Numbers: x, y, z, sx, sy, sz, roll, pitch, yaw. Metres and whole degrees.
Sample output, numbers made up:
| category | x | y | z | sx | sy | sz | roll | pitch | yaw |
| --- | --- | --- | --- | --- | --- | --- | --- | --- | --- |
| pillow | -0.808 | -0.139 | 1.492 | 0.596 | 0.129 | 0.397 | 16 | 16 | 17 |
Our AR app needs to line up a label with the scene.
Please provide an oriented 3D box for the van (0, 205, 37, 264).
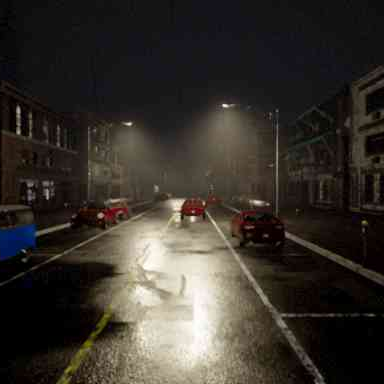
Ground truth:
| category | x | y | z | sx | sy | sz | roll | pitch | yaw |
| --- | --- | --- | --- | --- | --- | --- | --- | --- | --- |
| van | -5.702 | 1.273 | 8.762 | 1.690 | 1.788 | 3.998 | 0 | 0 | 0 |

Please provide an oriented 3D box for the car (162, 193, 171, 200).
| category | x | y | z | sx | sy | sz | roll | pitch | yaw |
| --- | --- | --- | --- | --- | --- | --- | --- | --- | --- |
| car | -5.752 | 0.947 | 75.120 | 1.752 | 1.417 | 4.829 | 0 | 0 | 0 |

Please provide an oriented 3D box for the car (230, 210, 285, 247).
| category | x | y | z | sx | sy | sz | roll | pitch | yaw |
| --- | --- | --- | --- | --- | --- | --- | --- | --- | --- |
| car | 2.677 | 1.435 | 14.314 | 1.887 | 1.381 | 4.507 | -1 | 0 | 0 |

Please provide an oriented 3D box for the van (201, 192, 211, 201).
| category | x | y | z | sx | sy | sz | roll | pitch | yaw |
| --- | --- | --- | --- | --- | --- | --- | --- | --- | --- |
| van | 2.636 | 0.848 | 64.207 | 1.690 | 1.788 | 3.998 | -1 | 0 | 0 |

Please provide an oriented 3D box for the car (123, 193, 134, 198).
| category | x | y | z | sx | sy | sz | roll | pitch | yaw |
| --- | --- | --- | --- | --- | --- | --- | --- | --- | --- |
| car | -18.151 | 0.959 | 92.795 | 4.097 | 1.590 | 1.967 | -1 | 2 | -1 |

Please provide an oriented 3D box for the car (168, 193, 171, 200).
| category | x | y | z | sx | sy | sz | roll | pitch | yaw |
| --- | --- | --- | --- | --- | --- | --- | --- | --- | --- |
| car | -5.743 | 1.051 | 64.202 | 1.887 | 1.381 | 4.507 | 0 | 0 | 0 |

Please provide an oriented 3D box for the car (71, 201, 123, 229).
| category | x | y | z | sx | sy | sz | roll | pitch | yaw |
| --- | --- | --- | --- | --- | --- | --- | --- | --- | --- |
| car | -5.709 | 1.287 | 19.850 | 1.967 | 1.590 | 4.097 | 0 | 0 | 0 |

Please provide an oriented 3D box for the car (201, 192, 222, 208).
| category | x | y | z | sx | sy | sz | roll | pitch | yaw |
| --- | --- | --- | --- | --- | --- | --- | --- | --- | --- |
| car | 2.653 | 0.992 | 42.031 | 2.192 | 1.841 | 5.009 | -1 | 0 | 0 |

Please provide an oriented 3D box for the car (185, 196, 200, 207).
| category | x | y | z | sx | sy | sz | roll | pitch | yaw |
| --- | --- | --- | --- | --- | --- | --- | --- | --- | --- |
| car | 0.066 | 1.222 | 44.443 | 1.994 | 1.385 | 4.181 | 0 | 0 | 0 |

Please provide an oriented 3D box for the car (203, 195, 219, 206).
| category | x | y | z | sx | sy | sz | roll | pitch | yaw |
| --- | --- | --- | --- | --- | --- | --- | --- | --- | --- |
| car | 2.650 | 1.185 | 47.577 | 2.008 | 1.369 | 4.403 | -1 | 0 | 0 |

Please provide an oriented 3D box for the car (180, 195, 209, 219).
| category | x | y | z | sx | sy | sz | roll | pitch | yaw |
| --- | --- | --- | --- | --- | --- | --- | --- | --- | --- |
| car | 0.080 | 1.272 | 26.786 | 1.882 | 1.535 | 5.008 | 0 | 1 | 0 |

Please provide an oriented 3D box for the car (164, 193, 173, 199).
| category | x | y | z | sx | sy | sz | roll | pitch | yaw |
| --- | --- | --- | --- | --- | --- | --- | --- | --- | --- |
| car | -5.755 | 0.922 | 80.834 | 1.887 | 1.381 | 4.507 | 0 | 0 | 0 |

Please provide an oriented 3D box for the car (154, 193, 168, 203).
| category | x | y | z | sx | sy | sz | roll | pitch | yaw |
| --- | --- | --- | --- | --- | --- | --- | --- | --- | --- |
| car | -5.738 | 1.093 | 58.658 | 1.887 | 1.381 | 4.507 | 0 | 0 | 0 |

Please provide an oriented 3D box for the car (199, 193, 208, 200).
| category | x | y | z | sx | sy | sz | roll | pitch | yaw |
| --- | --- | --- | --- | --- | --- | --- | --- | --- | --- |
| car | 2.630 | 0.986 | 75.297 | 1.947 | 1.339 | 4.313 | -1 | 0 | 0 |

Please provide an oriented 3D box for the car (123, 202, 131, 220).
| category | x | y | z | sx | sy | sz | roll | pitch | yaw |
| --- | --- | --- | --- | --- | --- | --- | --- | --- | --- |
| car | -5.712 | 1.386 | 25.395 | 1.802 | 1.307 | 4.206 | 0 | 0 | 0 |
